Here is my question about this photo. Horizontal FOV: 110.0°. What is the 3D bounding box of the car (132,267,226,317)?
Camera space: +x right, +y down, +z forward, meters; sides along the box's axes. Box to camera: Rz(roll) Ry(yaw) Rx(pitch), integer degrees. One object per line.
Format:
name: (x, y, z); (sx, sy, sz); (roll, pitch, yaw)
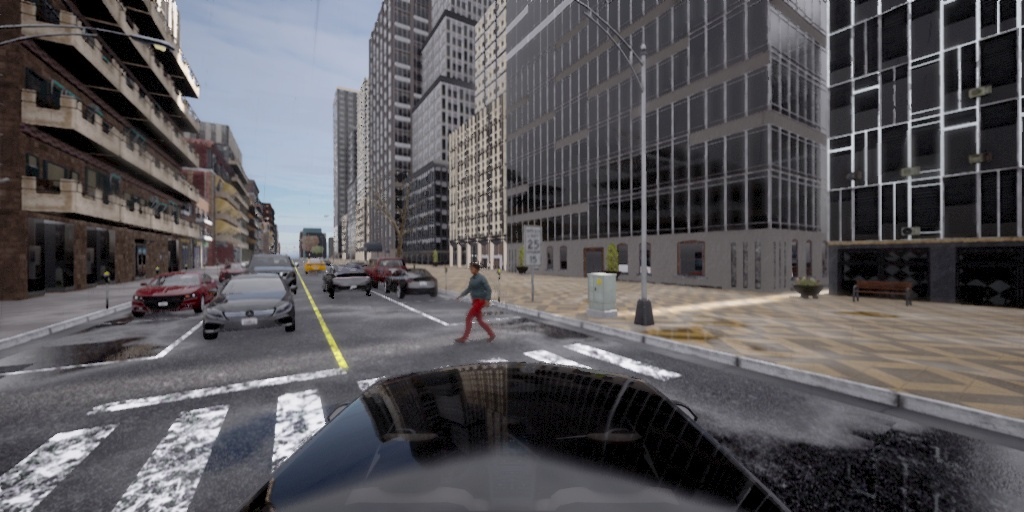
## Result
car: (-12.124, 1.254, 13.146); (1.888, 1.381, 4.507); (0, 0, -32)

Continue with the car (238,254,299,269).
car: (-12.497, 0.909, 18.633); (2.150, 2.045, 5.566); (0, 0, -32)

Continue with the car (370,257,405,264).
car: (-7.922, 0.984, 22.260); (2.192, 1.841, 5.009); (0, 0, -32)

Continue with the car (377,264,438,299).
car: (-5.006, 1.252, 17.569); (1.948, 1.339, 4.313); (0, 0, -32)

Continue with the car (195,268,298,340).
car: (-7.256, 1.243, 10.213); (1.812, 1.442, 4.674); (0, 0, -32)

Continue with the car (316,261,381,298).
car: (-8.411, 1.178, 18.138); (2.128, 1.511, 4.902); (0, 0, -32)

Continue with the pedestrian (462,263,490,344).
pedestrian: (-0.806, 1.017, 7.908); (0.375, 1.860, 0.375); (0, 0, -32)

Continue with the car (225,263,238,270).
car: (-20.870, 1.206, 27.217); (1.888, 1.381, 4.507); (0, 0, -32)

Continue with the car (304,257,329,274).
car: (-21.751, 1.094, 39.536); (1.882, 1.535, 5.008); (0, 0, -31)
